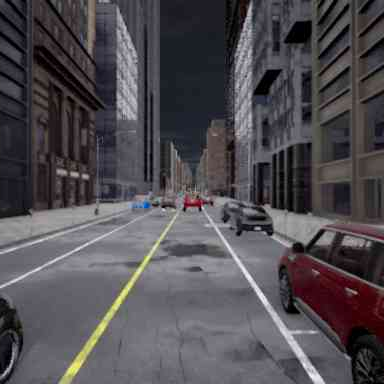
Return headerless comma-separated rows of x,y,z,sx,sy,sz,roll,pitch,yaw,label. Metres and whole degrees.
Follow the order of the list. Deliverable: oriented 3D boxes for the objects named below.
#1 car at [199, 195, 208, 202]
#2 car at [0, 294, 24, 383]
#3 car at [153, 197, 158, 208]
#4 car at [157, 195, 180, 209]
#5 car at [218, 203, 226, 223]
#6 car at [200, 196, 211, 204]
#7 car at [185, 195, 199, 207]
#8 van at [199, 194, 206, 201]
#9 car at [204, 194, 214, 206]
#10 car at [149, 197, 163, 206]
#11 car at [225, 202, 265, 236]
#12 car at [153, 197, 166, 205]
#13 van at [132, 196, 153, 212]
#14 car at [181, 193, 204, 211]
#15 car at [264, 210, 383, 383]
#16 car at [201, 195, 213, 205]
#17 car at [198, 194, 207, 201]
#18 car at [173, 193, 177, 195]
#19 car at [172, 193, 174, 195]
2.676,1.462,77.701,1.967,1.590,4.097,1,0,0,car
-3.101,1.565,2.477,1.994,1.385,4.181,0,0,0,car
-5.851,1.578,49.585,1.947,1.339,4.313,1,0,0,car
-3.086,1.558,45.188,2.033,1.411,5.357,0,0,0,car
3.145,1.509,25.324,1.837,1.490,4.892,0,0,0,car
2.676,1.562,66.453,1.887,1.381,4.507,1,0,0,car
0.030,1.365,53.075,2.097,1.767,4.553,0,0,2,car
2.677,1.366,83.325,1.690,1.788,3.998,1,0,0,van
2.675,1.558,55.203,1.887,1.381,4.507,1,0,0,car
-5.850,1.539,55.040,1.752,1.417,4.829,1,0,0,car
3.145,1.508,18.324,1.837,1.490,4.892,0,0,0,car
-5.851,1.567,60.835,2.008,1.369,4.403,1,0,0,car
-5.848,1.350,38.337,1.690,1.788,3.998,1,0,0,van
0.062,1.227,41.038,2.150,2.045,5.566,0,-1,0,car
2.678,1.316,4.584,2.192,1.841,5.009,1,0,0,car
2.676,1.455,60.828,1.967,1.590,4.097,1,0,0,car
2.677,1.343,88.949,2.192,1.841,5.009,1,0,0,car
-5.848,1.344,88.957,2.192,1.841,5.009,1,0,0,car
-5.850,1.567,77.708,1.887,1.381,4.507,1,0,0,car
